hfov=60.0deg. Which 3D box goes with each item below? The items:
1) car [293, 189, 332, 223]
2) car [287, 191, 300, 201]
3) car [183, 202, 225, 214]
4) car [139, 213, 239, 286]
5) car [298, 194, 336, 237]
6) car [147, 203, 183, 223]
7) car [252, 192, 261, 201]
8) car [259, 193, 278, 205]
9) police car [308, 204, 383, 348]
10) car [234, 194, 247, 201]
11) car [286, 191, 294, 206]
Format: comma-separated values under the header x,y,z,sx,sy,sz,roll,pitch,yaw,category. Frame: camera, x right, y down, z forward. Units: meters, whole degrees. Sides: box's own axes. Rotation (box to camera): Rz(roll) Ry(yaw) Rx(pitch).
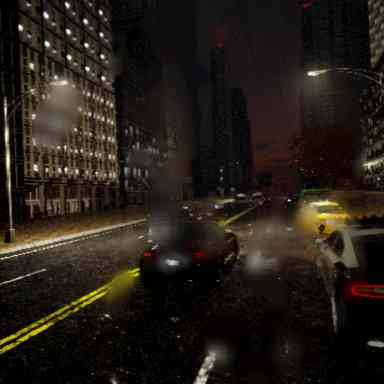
x,y,z,sx,sy,sz,roll,pitch,yaw,category
7.896,0.821,21.443,2.150,2.045,5.566,-3,0,16,car
17.388,0.588,57.168,1.882,1.535,5.008,-3,0,16,car
1.298,1.472,25.762,2.033,1.411,5.357,-3,0,17,car
0.113,1.554,9.500,1.994,1.385,4.181,-3,0,16,car
6.262,1.136,15.839,1.801,1.575,5.366,-3,0,16,car
-1.793,1.626,26.770,2.033,1.411,5.357,-3,0,16,car
12.716,0.840,64.347,2.128,1.511,4.902,-3,0,17,car
10.638,0.999,45.279,2.033,1.411,5.357,-3,0,14,car
3.420,1.251,6.167,1.930,1.638,5.238,-3,0,16,police car
9.601,1.041,65.224,2.033,1.411,5.357,-3,0,17,car
12.704,0.951,41.163,1.895,1.301,4.718,-3,0,17,car
